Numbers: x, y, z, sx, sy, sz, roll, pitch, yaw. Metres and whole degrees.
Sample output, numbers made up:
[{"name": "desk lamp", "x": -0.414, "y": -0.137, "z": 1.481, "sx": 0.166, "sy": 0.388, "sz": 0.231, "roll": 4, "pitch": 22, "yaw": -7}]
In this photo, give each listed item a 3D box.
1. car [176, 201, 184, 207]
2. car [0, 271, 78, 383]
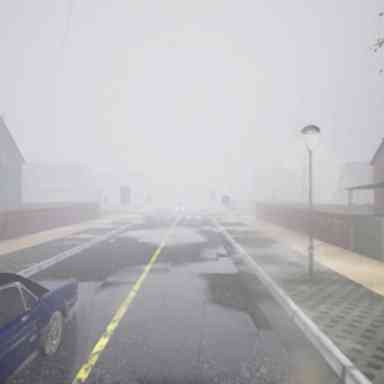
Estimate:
[{"name": "car", "x": -2.745, "y": 2.700, "z": 75.729, "sx": 1.895, "sy": 1.301, "sz": 4.718, "roll": 0, "pitch": -1, "yaw": 0}, {"name": "car", "x": -2.848, "y": 1.643, "z": 3.368, "sx": 1.895, "sy": 1.301, "sz": 4.718, "roll": 0, "pitch": -1, "yaw": 0}]
